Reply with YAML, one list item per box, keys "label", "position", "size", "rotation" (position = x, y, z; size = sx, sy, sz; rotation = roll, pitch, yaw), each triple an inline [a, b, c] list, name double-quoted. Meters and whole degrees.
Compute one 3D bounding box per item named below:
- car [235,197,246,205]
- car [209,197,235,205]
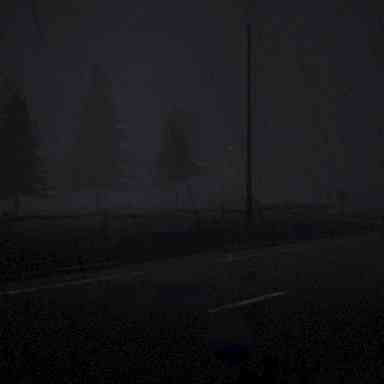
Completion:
- label: "car"
  position: [7.901, 1.574, 61.225]
  size: [1.882, 1.535, 5.008]
  rotation: [0, 0, -35]
- label: "car"
  position: [4.890, 1.597, 59.427]
  size: [1.837, 1.490, 4.892]
  rotation: [0, -1, -35]
